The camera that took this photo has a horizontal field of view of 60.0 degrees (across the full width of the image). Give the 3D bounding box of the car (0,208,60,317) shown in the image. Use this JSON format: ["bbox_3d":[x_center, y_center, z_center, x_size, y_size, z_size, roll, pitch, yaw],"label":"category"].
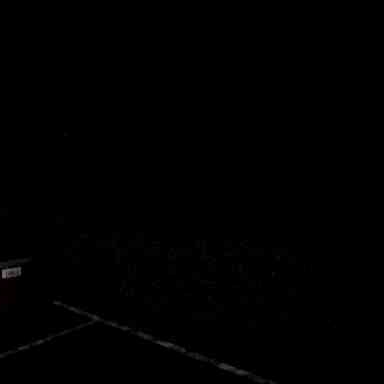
[{"bbox_3d":[-4.511,1.209,6.219,5.009,1.841,2.192,1,0,37],"label":"car"}]
